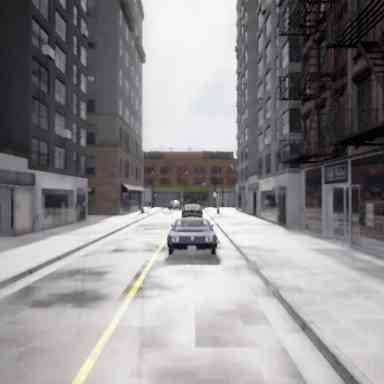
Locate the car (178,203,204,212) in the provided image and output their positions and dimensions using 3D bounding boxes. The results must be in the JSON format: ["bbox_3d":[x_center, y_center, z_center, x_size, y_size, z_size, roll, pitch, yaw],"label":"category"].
[{"bbox_3d":[0.024,1.820,29.303,1.837,1.490,4.892,0,0,0],"label":"car"}]

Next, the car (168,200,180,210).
[{"bbox_3d":[-2.716,2.080,53.075,2.128,1.511,4.902,0,-1,0],"label":"car"}]

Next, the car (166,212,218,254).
[{"bbox_3d":[0.011,1.743,14.116,1.895,1.301,4.718,0,-1,0],"label":"car"}]
